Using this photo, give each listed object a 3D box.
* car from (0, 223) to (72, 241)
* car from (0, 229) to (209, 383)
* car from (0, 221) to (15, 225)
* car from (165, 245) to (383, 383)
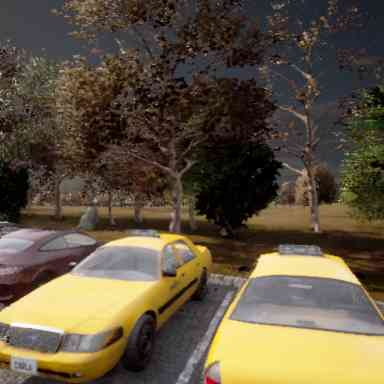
[{"bbox_3d":[-3.327,1.567,7.970,2.002,1.452,4.674,0,-1,17],"label":"car"},{"bbox_3d":[-0.987,1.504,6.038,1.946,1.575,5.366,0,-1,16],"label":"car"},{"bbox_3d":[-5.702,1.583,9.738,2.002,1.452,4.674,0,-1,17],"label":"car"},{"bbox_3d":[1.505,1.493,4.653,1.946,1.575,5.366,0,-1,16],"label":"car"}]
